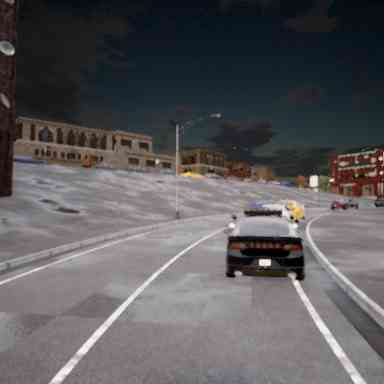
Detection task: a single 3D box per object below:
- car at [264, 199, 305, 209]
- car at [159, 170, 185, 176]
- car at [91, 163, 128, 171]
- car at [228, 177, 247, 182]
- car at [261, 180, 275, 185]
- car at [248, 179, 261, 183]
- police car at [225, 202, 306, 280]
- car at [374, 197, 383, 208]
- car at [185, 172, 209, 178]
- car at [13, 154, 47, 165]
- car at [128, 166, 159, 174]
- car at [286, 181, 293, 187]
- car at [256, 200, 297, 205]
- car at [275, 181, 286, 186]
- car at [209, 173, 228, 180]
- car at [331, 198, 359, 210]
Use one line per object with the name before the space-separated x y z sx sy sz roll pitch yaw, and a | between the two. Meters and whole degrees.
car | 6.970 1.320 24.116 1.882 1.535 5.008 -1 -1 26
car | -4.100 -3.024 56.783 4.674 1.452 2.002 3 -4 -40
car | -12.663 -3.455 49.784 4.892 1.521 2.231 2 -4 -39
car | 8.312 -2.361 68.081 4.792 1.488 2.163 3 -5 -44
car | 16.000 -1.925 75.854 2.231 1.521 4.892 -3 -5 44
car | 12.233 -2.119 71.960 4.674 1.452 2.002 3 -5 -45
police car | 2.085 1.316 9.793 1.930 1.638 5.238 0 0 11
car | 29.000 1.558 49.622 4.902 1.511 2.128 1 -3 -37
car | 0.082 -2.847 60.425 5.008 1.535 2.097 3 -4 -41
car | -21.204 -3.920 42.960 4.553 1.767 2.185 2 -4 -39
car | -8.360 -3.271 53.236 4.892 1.521 2.231 3 -4 -39
car | 23.557 -1.620 84.180 2.435 2.045 5.566 -3 -5 42
car | 4.680 1.372 18.866 1.812 1.442 4.674 -1 0 21
car | 19.825 -1.785 79.993 2.185 1.767 4.553 -3 -5 43
car | 4.168 -2.751 64.143 4.553 1.767 2.185 3 -4 -42
car | 19.095 1.477 41.607 4.674 1.442 1.812 0 -3 -40
